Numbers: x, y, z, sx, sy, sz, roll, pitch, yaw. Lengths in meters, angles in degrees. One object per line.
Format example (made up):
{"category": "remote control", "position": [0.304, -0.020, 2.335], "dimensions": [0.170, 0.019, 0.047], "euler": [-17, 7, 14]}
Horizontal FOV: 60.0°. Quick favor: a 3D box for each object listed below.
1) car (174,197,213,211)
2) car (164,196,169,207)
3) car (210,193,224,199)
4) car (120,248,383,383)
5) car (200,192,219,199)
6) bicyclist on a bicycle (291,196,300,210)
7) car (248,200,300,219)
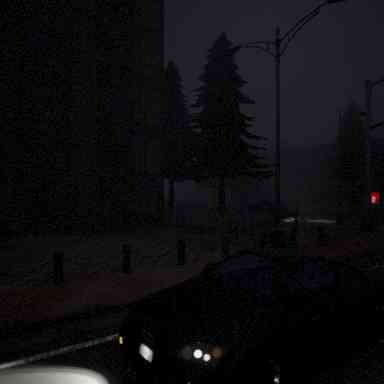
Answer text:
{"category": "car", "position": [0.023, 1.579, 39.271], "dimensions": [1.994, 1.385, 4.181], "euler": [0, 0, -37]}
{"category": "car", "position": [-3.666, 1.616, 50.411], "dimensions": [1.895, 1.301, 4.718], "euler": [0, 0, -34]}
{"category": "car", "position": [7.161, 1.092, 94.470], "dimensions": [1.905, 1.878, 3.866], "euler": [0, 0, -37]}
{"category": "car", "position": [1.128, 1.564, 4.773], "dimensions": [4.181, 1.385, 1.994], "euler": [0, 0, -35]}
{"category": "car", "position": [5.073, 1.112, 92.407], "dimensions": [1.932, 1.855, 4.605], "euler": [0, 0, -37]}
{"category": "bicyclist on a bicycle", "position": [11.403, 1.316, 36.604], "dimensions": [1.656, 1.620, 0.582], "euler": [0, 0, -37]}
{"category": "car", "position": [7.232, 1.493, 29.722], "dimensions": [1.882, 1.535, 5.008], "euler": [0, 0, -37]}
